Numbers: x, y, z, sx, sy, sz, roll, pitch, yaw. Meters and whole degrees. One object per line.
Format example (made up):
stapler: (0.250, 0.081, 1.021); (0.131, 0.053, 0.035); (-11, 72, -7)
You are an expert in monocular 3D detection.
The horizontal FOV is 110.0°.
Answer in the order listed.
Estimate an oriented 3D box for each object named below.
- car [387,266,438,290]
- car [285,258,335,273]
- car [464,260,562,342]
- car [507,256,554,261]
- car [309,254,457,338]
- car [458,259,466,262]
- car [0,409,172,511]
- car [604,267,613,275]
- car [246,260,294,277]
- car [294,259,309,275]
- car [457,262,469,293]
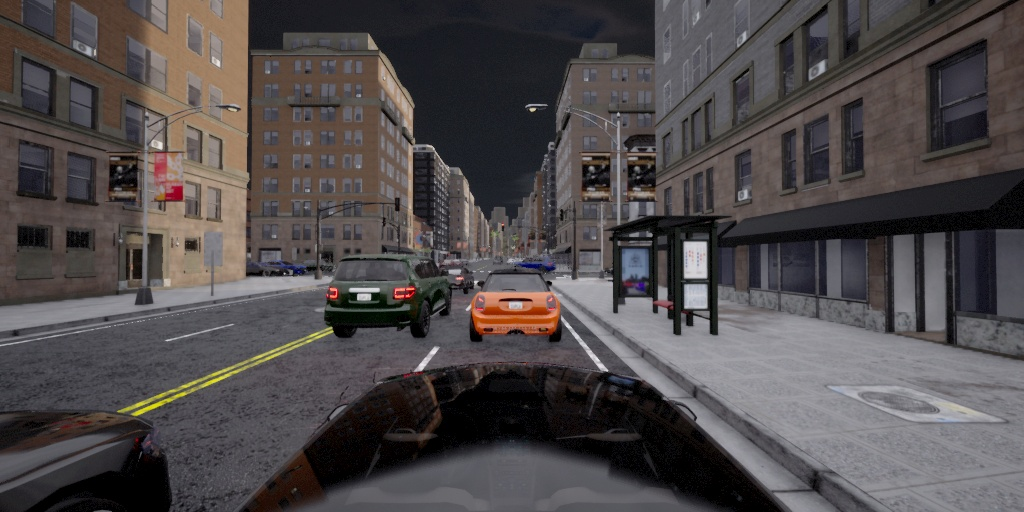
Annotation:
car: (-6.415, 1.358, 23.720); (1.895, 1.301, 4.718); (0, 0, 2)
car: (-23.535, 1.108, 41.908); (4.553, 1.767, 2.097); (0, -1, 0)
car: (0.077, 1.104, 9.973); (2.097, 1.767, 4.553); (0, 0, 0)
car: (2.651, 1.080, 43.777); (5.566, 2.045, 2.150); (1, 2, 28)
car: (-3.174, 0.974, 10.357); (2.150, 2.045, 5.566); (0, 0, 0)
car: (-9.977, 1.292, 64.347); (1.812, 1.442, 4.674); (0, 0, 0)
car: (-3.144, 1.241, 0.320); (2.128, 1.511, 4.902); (0, 0, 0)
car: (12.836, 1.383, 38.902); (5.357, 1.411, 2.033); (0, -1, -4)
car: (-22.928, 1.174, 31.959); (5.357, 1.411, 2.033); (0, -1, 0)
car: (-22.799, 1.148, 35.208); (5.008, 1.535, 1.882); (0, -1, 0)
car: (-3.205, 1.282, 20.064); (1.812, 1.442, 4.674); (0, 0, 0)
